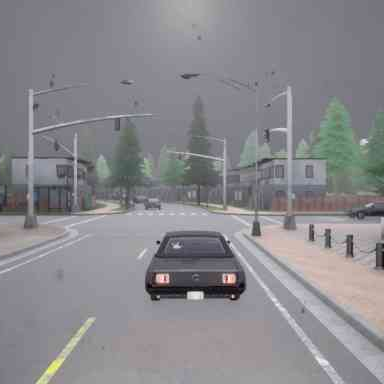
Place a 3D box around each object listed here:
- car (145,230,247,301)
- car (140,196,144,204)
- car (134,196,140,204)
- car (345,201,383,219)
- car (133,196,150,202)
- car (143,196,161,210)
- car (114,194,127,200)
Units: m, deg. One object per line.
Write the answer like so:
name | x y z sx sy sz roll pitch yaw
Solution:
car | 0.036 1.601 8.285 1.895 1.301 4.718 0 0 -1
car | -6.448 1.512 51.979 2.033 1.411 5.357 0 0 -14
car | -9.661 1.470 61.431 1.837 1.490 4.892 0 0 -23
car | 15.416 1.510 28.006 4.674 1.442 1.812 0 0 1
car | -10.935 1.504 71.886 1.994 1.385 4.181 0 0 -36
car | -4.929 1.491 42.409 1.812 1.442 4.674 0 0 -6
car | -16.935 1.321 79.949 4.674 1.442 1.812 0 0 45
